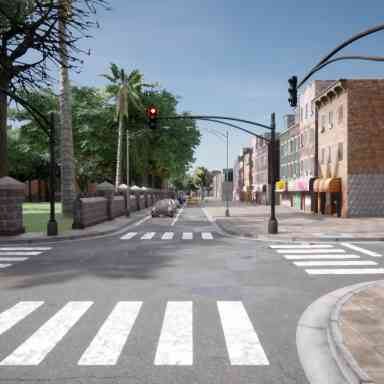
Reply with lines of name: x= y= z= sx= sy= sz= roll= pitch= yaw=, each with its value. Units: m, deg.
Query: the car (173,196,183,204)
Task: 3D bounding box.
car: x=-2.981 y=1.715 z=71.258 sx=1.837 sy=1.490 sz=4.892 roll=0 pitch=0 yaw=0

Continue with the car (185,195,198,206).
car: x=0.133 y=1.627 z=59.537 sx=1.882 sy=1.535 sz=5.008 roll=0 pitch=0 yaw=0

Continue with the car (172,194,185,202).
car: x=-2.946 y=1.402 z=64.289 sx=2.150 sy=2.045 sz=5.566 roll=0 pitch=0 yaw=0

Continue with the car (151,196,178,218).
car: x=-2.625 y=1.481 z=30.652 sx=1.967 sy=1.590 sz=4.097 roll=0 pitch=0 yaw=0

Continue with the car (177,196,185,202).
car: x=-2.599 y=1.818 z=81.849 sx=1.887 sy=1.381 sz=4.507 roll=0 pitch=0 yaw=0

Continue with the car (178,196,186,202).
car: x=-2.596 y=1.861 z=87.538 sx=2.008 sy=1.369 sz=4.403 roll=-1 pitch=0 yaw=0

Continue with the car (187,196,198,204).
car: x=0.132 y=1.690 z=68.891 sx=2.128 sy=1.511 sz=4.902 roll=0 pitch=0 yaw=0

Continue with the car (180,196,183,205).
car: x=-2.616 y=1.679 z=47.718 sx=1.802 sy=1.307 sz=4.206 roll=0 pitch=0 yaw=0

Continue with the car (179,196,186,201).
car: x=-2.592 y=1.914 z=93.227 sx=1.947 sy=1.339 sz=4.313 roll=-1 pitch=0 yaw=0

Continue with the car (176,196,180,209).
car: x=-2.621 y=1.498 z=36.340 sx=1.967 sy=1.590 sz=4.097 roll=0 pitch=0 yaw=0
